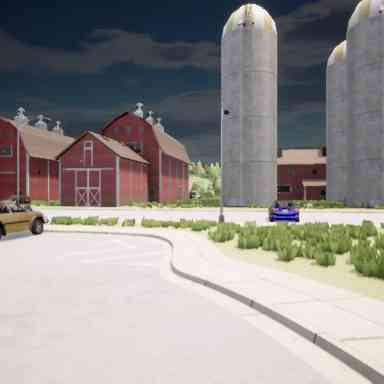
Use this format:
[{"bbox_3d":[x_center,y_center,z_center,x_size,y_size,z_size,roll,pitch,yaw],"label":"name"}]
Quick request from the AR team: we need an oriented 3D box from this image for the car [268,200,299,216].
[{"bbox_3d":[7.175,1.461,26.223,2.242,1.667,4.611,0,0,11],"label":"car"}]

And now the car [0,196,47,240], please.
[{"bbox_3d":[-9.085,1.289,15.843,1.932,1.855,4.605,0,0,11],"label":"car"}]

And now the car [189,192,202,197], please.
[{"bbox_3d":[1.031,1.104,91.403,3.866,1.878,1.905,2,-7,-32],"label":"car"}]

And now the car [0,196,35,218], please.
[{"bbox_3d":[-16.599,1.293,30.778,1.905,1.878,3.866,0,0,11],"label":"car"}]
